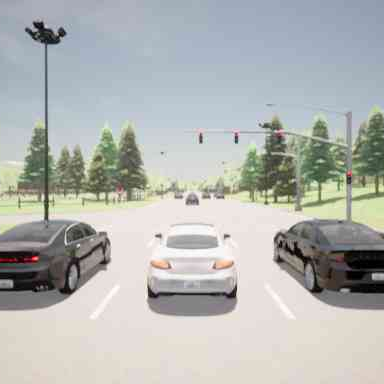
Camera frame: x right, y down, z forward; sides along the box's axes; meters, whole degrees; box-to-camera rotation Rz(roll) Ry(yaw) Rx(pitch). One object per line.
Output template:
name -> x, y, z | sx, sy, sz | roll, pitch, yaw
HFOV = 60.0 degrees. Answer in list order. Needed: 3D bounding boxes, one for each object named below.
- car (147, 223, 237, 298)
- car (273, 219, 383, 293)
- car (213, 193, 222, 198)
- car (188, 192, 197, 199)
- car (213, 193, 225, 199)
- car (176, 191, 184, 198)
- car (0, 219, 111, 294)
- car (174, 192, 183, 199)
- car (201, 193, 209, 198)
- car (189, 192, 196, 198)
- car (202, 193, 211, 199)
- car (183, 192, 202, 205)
car -> 0.016, 1.483, 8.250 | 1.812, 1.442, 4.674 | 0, 0, 0
car -> 3.522, 1.433, 8.741 | 1.882, 1.535, 5.008 | 0, 0, 0
car -> 7.112, 0.911, 93.176 | 1.994, 1.385, 4.181 | 0, 0, 0
car -> 0.100, 0.925, 83.151 | 2.097, 1.767, 4.553 | 0, 0, 0
car -> 7.100, 1.096, 82.757 | 2.128, 1.511, 4.902 | 0, 0, 0
car -> -3.388, 0.714, 93.157 | 2.097, 1.767, 4.553 | 0, 0, 0
car -> -3.479, 1.460, 8.644 | 1.837, 1.490, 4.892 | 0, 0, 0
car -> -3.400, 1.121, 83.153 | 1.994, 1.385, 4.181 | 0, 0, 0
car -> 3.612, 0.899, 93.180 | 2.033, 1.411, 5.357 | 0, 0, 0
car -> 0.112, 0.859, 93.184 | 1.837, 1.490, 4.892 | 0, 0, 0
car -> 3.600, 0.925, 83.147 | 2.097, 1.767, 4.553 | 0, 0, 0
car -> 0.063, 1.087, 52.122 | 2.097, 1.767, 4.553 | 0, 0, 0
